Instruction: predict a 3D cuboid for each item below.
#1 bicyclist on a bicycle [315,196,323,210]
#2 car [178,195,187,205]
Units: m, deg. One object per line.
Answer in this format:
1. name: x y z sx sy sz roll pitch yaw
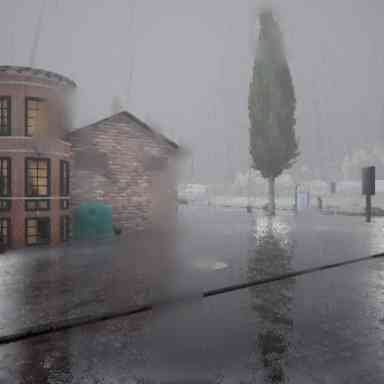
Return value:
1. bicyclist on a bicycle: 15.376 1.349 40.196 1.656 1.620 0.582 0 0 -36
2. car: -2.763 1.351 58.338 2.097 1.767 4.553 0 0 -36
